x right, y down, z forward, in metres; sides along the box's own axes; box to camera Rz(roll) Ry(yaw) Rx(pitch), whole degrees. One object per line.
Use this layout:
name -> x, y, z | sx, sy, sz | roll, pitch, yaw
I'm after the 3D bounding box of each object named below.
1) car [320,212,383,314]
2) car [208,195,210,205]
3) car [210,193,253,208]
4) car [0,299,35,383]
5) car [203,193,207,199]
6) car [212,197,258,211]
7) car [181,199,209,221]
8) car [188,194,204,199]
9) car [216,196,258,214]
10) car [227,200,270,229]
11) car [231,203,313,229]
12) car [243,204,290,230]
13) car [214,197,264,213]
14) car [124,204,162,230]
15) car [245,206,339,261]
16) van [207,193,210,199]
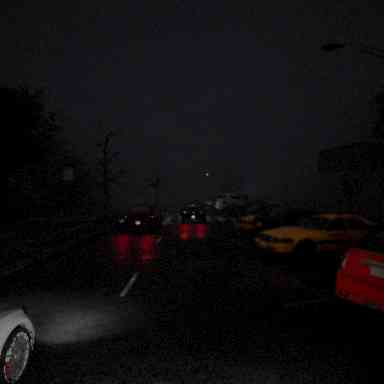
car -> 5.041, 1.357, 6.190 | 4.553, 1.767, 2.185 | 1, 0, -20
car -> 5.237, 1.401, 42.054 | 5.366, 1.575, 1.946 | 1, 0, -20
car -> 5.094, 1.143, 33.057 | 5.566, 2.045, 2.435 | 1, 0, -20
car -> -2.900, 1.525, 2.285 | 1.812, 1.442, 4.674 | 0, 0, 0
car -> 4.889, 1.413, 50.869 | 5.366, 1.575, 1.946 | 1, 0, -20
car -> 5.057, 1.399, 39.007 | 4.892, 1.521, 2.231 | 1, 0, -20
car -> 0.096, 1.511, 26.276 | 1.895, 1.301, 4.718 | 0, 0, 0
car -> 0.093, 1.401, 42.073 | 2.128, 1.511, 4.902 | 0, 0, 0
car -> 5.075, 1.399, 30.055 | 4.892, 1.521, 2.231 | 1, 0, -20
car -> 4.894, 1.423, 18.066 | 5.366, 1.575, 1.946 | 1, 0, -20
car -> 5.062, 1.457, 21.115 | 4.674, 1.452, 2.002 | 1, 0, -20
car -> 5.093, 1.473, 15.162 | 4.792, 1.488, 2.163 | 1, 0, -20
car -> 5.070, 1.395, 36.021 | 5.008, 1.535, 2.097 | 1, 0, -20
car -> -2.904, 1.454, 20.162 | 1.812, 1.442, 4.674 | 0, 0, 0
car -> 4.894, 1.453, 12.100 | 5.366, 1.575, 1.946 | 1, 1, -20
van -> 4.956, 1.185, 47.911 | 4.442, 1.987, 1.878 | 1, 0, -20
